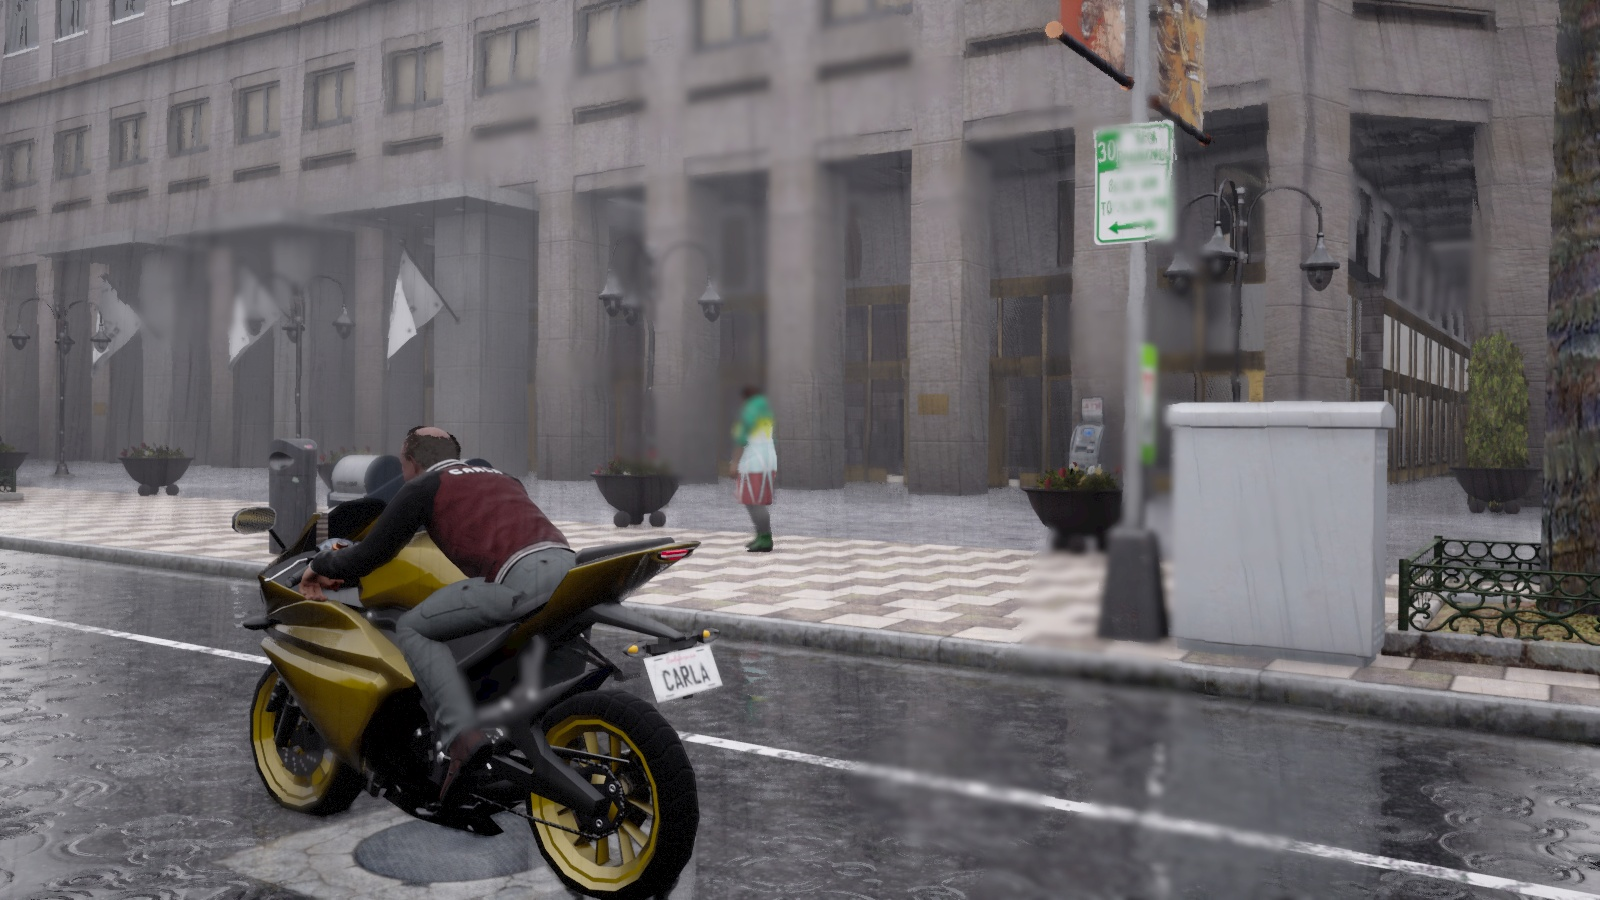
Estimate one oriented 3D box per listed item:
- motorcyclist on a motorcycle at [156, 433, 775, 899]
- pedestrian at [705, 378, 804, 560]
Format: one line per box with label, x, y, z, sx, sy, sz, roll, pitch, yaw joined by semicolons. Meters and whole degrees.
motorcyclist on a motorcycle;-1.241;0.717;4.448;2.191;1.530;0.866;0;1;34
pedestrian;-0.496;0.202;13.921;0.873;1.952;0.659;0;1;24
